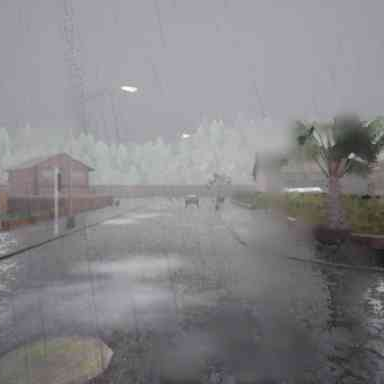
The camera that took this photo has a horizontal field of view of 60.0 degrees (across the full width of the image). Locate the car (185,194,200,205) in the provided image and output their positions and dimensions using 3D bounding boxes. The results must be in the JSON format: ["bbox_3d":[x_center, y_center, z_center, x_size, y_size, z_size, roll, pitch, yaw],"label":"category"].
[{"bbox_3d":[0.023,1.101,47.638,1.837,1.490,4.892,0,1,0],"label":"car"}]
